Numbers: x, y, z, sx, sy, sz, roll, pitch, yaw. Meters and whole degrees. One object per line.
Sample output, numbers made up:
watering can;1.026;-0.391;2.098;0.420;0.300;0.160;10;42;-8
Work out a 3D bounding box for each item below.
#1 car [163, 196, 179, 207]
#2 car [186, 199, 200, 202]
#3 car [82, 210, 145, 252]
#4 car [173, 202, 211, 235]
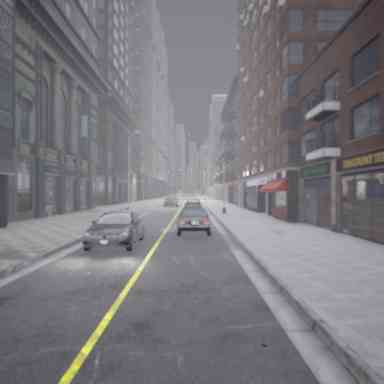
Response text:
car;-3.066;1.327;49.250;2.097;1.767;4.553;0;0;0
car;0.098;1.469;35.717;2.128;1.511;4.902;0;0;0
car;-3.109;1.513;14.067;1.812;1.442;4.674;0;0;0
car;0.102;1.532;18.679;2.033;1.411;5.357;0;0;0
